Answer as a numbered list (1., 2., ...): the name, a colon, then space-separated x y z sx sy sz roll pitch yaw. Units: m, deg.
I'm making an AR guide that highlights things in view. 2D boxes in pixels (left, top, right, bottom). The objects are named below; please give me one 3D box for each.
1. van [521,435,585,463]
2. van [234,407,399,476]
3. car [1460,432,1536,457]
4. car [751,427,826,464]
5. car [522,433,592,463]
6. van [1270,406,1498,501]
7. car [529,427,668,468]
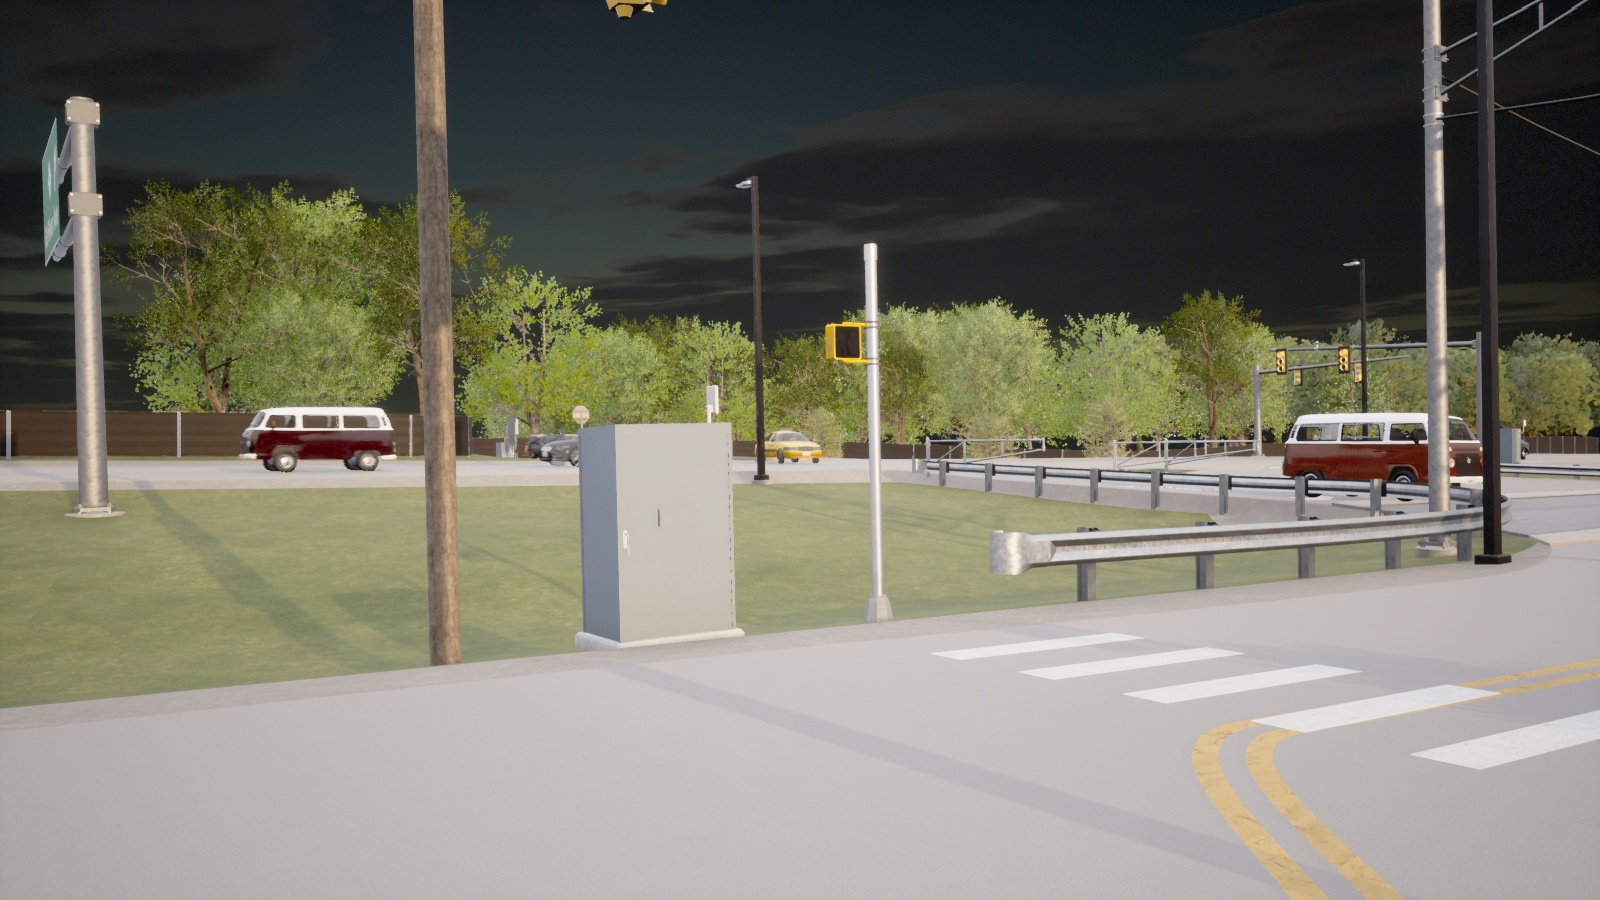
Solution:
1. van: -18.270 -0.085 93.044 4.442 1.987 1.775 -1 0 -5
2. van: -15.199 -0.271 39.513 4.480 2.038 2.069 0 0 -33
3. car: 43.576 -0.358 78.359 4.902 1.511 2.128 0 0 -34
4. car: -0.594 -0.201 55.546 1.801 1.575 5.366 -1 0 -18
5. car: -13.798 -0.088 71.065 2.128 1.511 4.902 -1 0 -34
6. van: 13.655 0.076 29.631 2.069 2.038 4.480 0 0 -30
7. car: -7.750 -0.111 48.607 4.902 1.511 2.128 -1 0 -41
